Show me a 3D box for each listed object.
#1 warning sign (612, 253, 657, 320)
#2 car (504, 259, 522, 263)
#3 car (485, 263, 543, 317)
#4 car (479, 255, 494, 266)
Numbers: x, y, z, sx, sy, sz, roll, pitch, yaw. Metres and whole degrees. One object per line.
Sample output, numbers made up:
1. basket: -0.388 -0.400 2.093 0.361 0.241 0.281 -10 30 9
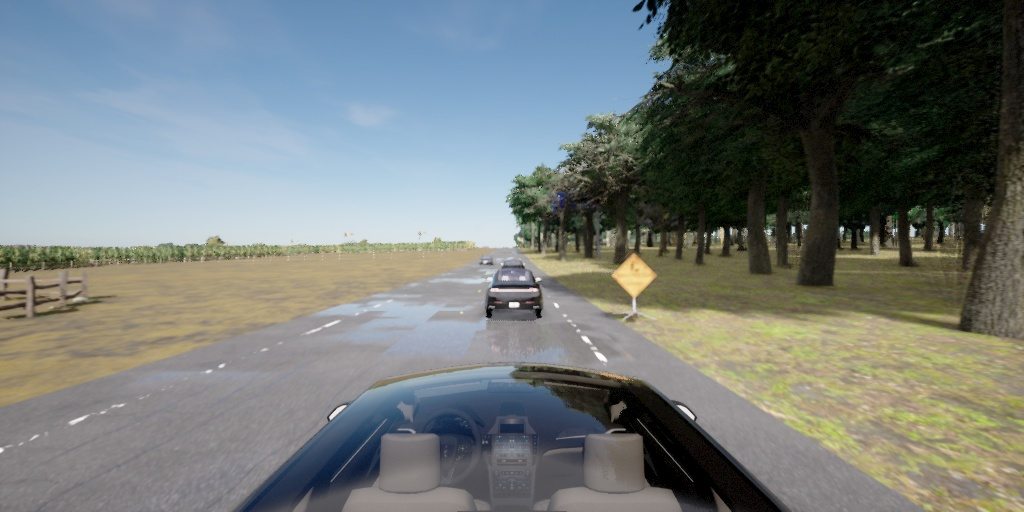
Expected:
1. warning sign: 3.552 0.844 10.430 1.300 1.860 1.060 0 0 0
2. car: 0.084 1.006 29.474 1.882 1.535 5.008 0 1 0
3. car: 0.073 1.201 12.975 2.128 1.511 4.902 0 1 0
4. car: -3.568 0.589 50.272 2.128 1.511 4.902 0 2 0
